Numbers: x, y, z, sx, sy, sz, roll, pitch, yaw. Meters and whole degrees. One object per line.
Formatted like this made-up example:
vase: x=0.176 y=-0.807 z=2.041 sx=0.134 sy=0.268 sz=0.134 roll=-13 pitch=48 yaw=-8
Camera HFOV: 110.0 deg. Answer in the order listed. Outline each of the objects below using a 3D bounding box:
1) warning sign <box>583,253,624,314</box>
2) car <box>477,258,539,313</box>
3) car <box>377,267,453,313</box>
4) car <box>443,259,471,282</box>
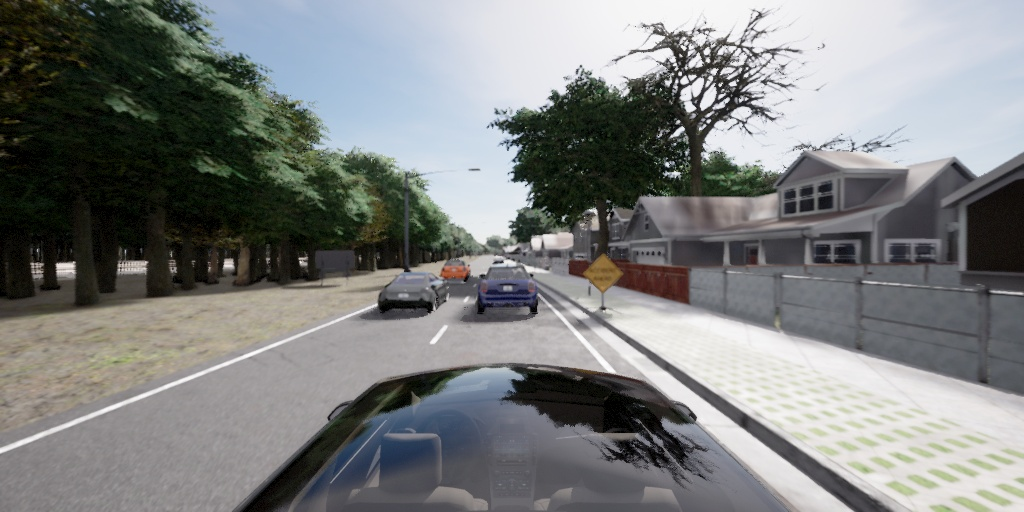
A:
warning sign: x=2.904 y=0.847 z=11.491 sx=1.300 sy=1.860 sz=1.060 roll=0 pitch=0 yaw=-2
car: x=-0.194 y=1.082 z=13.946 sx=2.097 sy=1.767 sz=4.553 roll=0 pitch=0 yaw=-2
car: x=-3.698 y=1.299 z=14.039 sx=1.994 sy=1.385 sz=4.181 roll=0 pitch=0 yaw=-2
car: x=-4.463 y=1.060 z=28.965 sx=2.097 sy=1.767 sz=4.553 roll=0 pitch=0 yaw=-3
